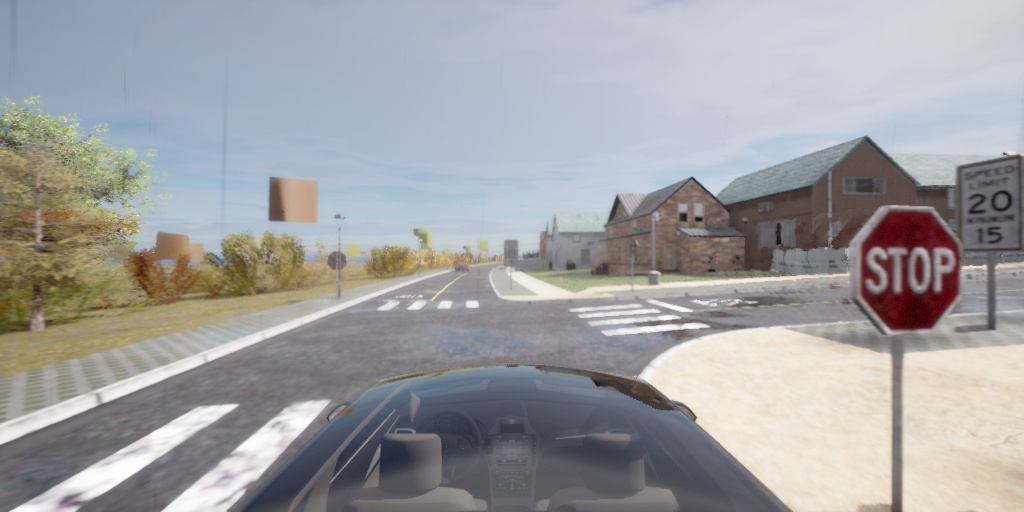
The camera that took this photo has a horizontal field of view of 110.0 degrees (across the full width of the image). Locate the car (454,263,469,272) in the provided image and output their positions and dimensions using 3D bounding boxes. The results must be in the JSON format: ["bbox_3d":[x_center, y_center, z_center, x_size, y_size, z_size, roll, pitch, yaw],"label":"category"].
[{"bbox_3d":[-7.745,1.714,55.755,1.994,1.385,4.181,0,0,-1],"label":"car"}]

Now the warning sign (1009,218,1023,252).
[{"bbox_3d":[11.369,0.170,7.132,1.060,1.860,1.300,0,0,-3],"label":"warning sign"}]
